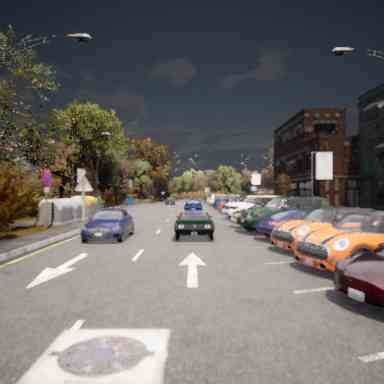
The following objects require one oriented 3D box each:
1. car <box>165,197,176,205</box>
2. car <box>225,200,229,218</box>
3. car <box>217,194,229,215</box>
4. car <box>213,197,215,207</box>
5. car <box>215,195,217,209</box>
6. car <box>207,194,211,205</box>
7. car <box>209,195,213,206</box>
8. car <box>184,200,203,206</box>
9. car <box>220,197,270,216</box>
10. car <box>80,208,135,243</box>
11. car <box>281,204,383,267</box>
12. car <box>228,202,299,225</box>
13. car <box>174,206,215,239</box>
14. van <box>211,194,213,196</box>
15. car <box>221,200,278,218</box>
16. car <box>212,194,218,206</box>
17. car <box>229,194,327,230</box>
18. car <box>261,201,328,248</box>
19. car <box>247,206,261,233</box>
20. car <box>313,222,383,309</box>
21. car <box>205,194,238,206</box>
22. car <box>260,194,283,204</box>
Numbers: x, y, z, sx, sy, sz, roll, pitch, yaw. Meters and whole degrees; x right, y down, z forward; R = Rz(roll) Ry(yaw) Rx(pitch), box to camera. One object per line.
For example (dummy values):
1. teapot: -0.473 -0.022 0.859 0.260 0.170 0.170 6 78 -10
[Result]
1. car: -3.987 1.741 61.695 1.837 1.490 4.892 0 0 0
2. car: 5.178 1.518 21.911 5.366 1.575 1.946 1 0 -20
3. car: 5.349 1.290 27.970 5.566 2.045 2.435 1 0 -20
4. car: 5.409 1.629 39.993 4.674 1.452 2.002 1 0 -20
5. car: 5.369 1.450 36.985 4.553 1.767 2.185 1 -1 -20
6. car: 5.248 1.651 54.949 5.366 1.575 1.946 1 0 -20
7. car: 5.412 1.615 46.005 5.008 1.535 2.097 1 -1 -20
8. car: 0.136 1.562 35.672 1.882 1.535 5.008 0 0 0
9. car: 5.360 1.437 33.984 4.553 1.767 2.185 1 -1 -20
10. car: -3.982 1.550 16.407 1.812 1.442 4.674 0 0 0
11. car: 5.349 1.373 9.977 4.553 1.767 2.185 1 0 -20
12. car: 5.333 1.562 24.968 4.792 1.488 2.163 1 0 -20
13. car: 0.114 1.628 17.502 1.895 1.301 4.718 0 0 0
14. van: 5.534 1.405 49.051 4.442 1.987 1.878 1 -1 -20
15. car: 5.356 1.582 30.969 4.792 1.488 2.163 1 0 -20
16. car: 5.448 1.476 43.002 4.553 1.767 2.185 1 0 -20
17. car: 5.332 1.265 18.953 5.566 2.045 2.435 1 0 -20
18. car: 5.357 1.378 12.979 4.553 1.767 2.185 1 0 -20
19. car: 5.329 1.549 15.975 4.674 1.452 2.002 1 0 -20
20. car: 5.283 1.523 6.957 4.792 1.488 2.163 1 0 -20
21. car: 5.440 1.433 61.043 5.566 2.045 2.435 1 -1 -20
22. car: 18.412 1.517 77.029 2.435 2.045 5.566 0 0 -21
